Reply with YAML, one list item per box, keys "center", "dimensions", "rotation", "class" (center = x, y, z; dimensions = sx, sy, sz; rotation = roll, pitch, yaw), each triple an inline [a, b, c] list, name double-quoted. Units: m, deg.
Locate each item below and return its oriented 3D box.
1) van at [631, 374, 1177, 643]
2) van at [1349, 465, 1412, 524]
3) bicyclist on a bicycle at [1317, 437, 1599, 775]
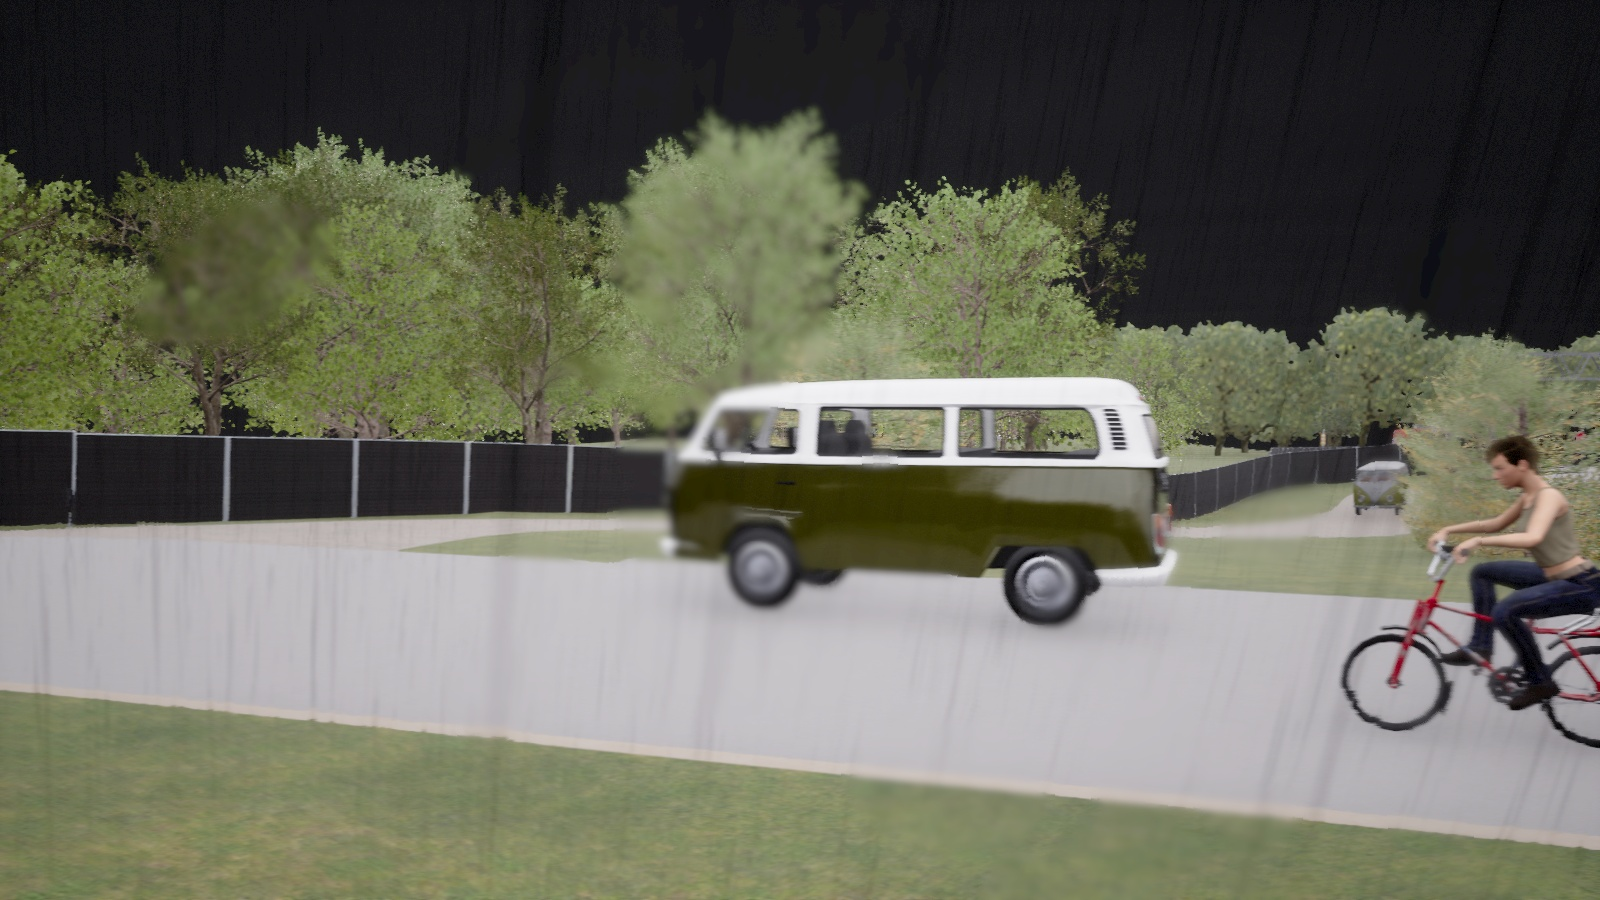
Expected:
- center: [0.975, 0.380, 11.297]
  dimensions: [4.480, 2.038, 2.069]
  rotation: [1, 2, 20]
  class: "van"
- center: [23.191, 1.720, 50.085]
  dimensions: [1.775, 1.987, 4.442]
  rotation: [1, 3, 31]
  class: "van"
- center: [3.593, 0.756, 6.651]
  dimensions: [1.509, 1.612, 0.866]
  rotation: [1, 2, 19]
  class: "bicyclist on a bicycle"
